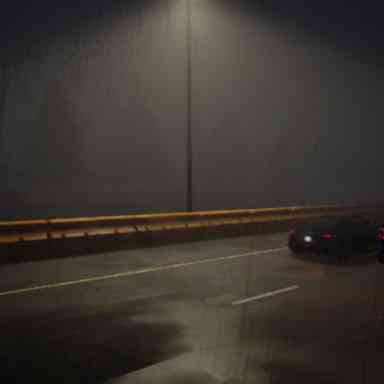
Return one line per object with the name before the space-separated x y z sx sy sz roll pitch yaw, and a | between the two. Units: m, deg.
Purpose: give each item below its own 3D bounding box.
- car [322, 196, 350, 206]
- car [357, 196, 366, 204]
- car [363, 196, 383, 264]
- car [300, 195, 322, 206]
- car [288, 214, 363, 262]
car | 20.452 1.239 46.527 4.674 1.442 1.812 -1 0 -44
car | 24.119 1.263 45.233 4.181 1.385 1.994 0 0 -45
car | 7.175 1.152 8.898 5.566 2.045 2.150 -1 0 -35
car | 17.609 1.198 48.641 5.008 1.535 1.882 -1 0 -44
car | 5.396 1.488 11.925 4.181 1.385 1.994 0 0 -35
